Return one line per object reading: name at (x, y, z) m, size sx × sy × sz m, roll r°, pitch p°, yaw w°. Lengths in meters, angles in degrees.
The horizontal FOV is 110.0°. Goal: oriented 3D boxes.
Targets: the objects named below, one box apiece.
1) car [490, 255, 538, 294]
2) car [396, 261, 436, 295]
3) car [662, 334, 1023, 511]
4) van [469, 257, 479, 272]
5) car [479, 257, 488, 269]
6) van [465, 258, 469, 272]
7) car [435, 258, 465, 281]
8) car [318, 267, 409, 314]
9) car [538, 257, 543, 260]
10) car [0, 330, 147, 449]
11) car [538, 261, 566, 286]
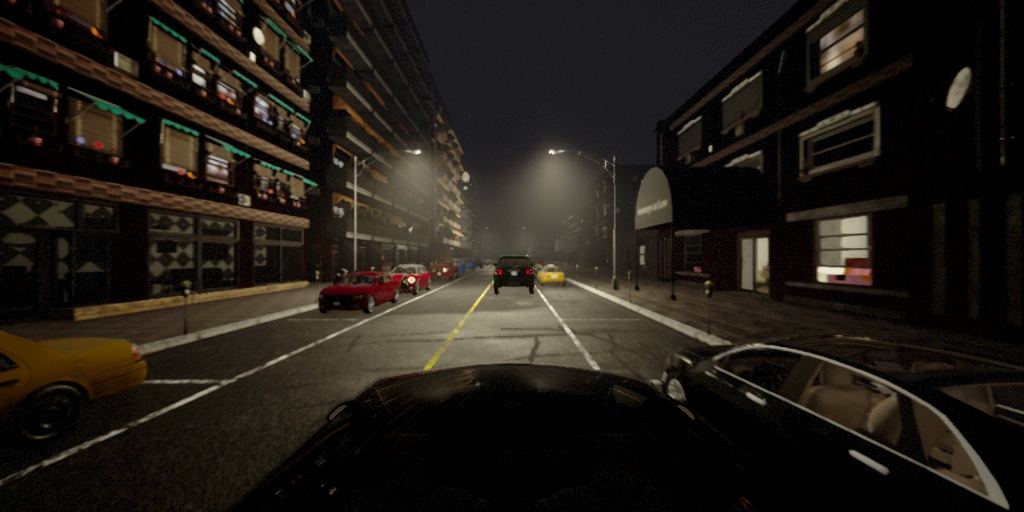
car at (0.108, 0.972, 20.618) m, size 2.150 × 2.045 × 5.566 m, roll 0°, pitch 0°, yaw 0°
car at (-5.683, 1.190, 19.398) m, size 1.967 × 1.591 × 4.097 m, roll 0°, pitch 0°, yaw 0°
car at (2.691, 1.300, 2.777) m, size 2.007 × 1.370 × 4.403 m, roll 0°, pitch 0°, yaw 0°
van at (-5.671, 1.109, 47.094) m, size 1.690 × 1.789 × 3.998 m, roll 0°, pitch 0°, yaw 0°
car at (-5.666, 1.097, 58.172) m, size 2.192 × 1.841 × 5.009 m, roll 0°, pitch 0°, yaw 0°
van at (-5.676, 1.099, 36.017) m, size 1.690 × 1.789 × 3.998 m, roll 0°, pitch 0°, yaw 0°
car at (-5.678, 1.069, 30.477) m, size 2.192 × 1.841 × 5.009 m, roll 0°, pitch 0°, yaw 0°
car at (-5.685, 1.295, 13.859) m, size 1.888 × 1.381 × 4.507 m, roll 0°, pitch 0°, yaw 0°
car at (2.708, 1.077, 41.551) m, size 2.192 × 1.841 × 5.009 m, roll 0°, pitch 0°, yaw 0°
car at (-5.690, 1.276, 2.610) m, size 1.751 × 1.417 × 4.829 m, roll 0°, pitch 0°, yaw 0°
car at (2.700, 1.277, 25.104) m, size 1.751 × 1.417 × 4.829 m, roll 0°, pitch 0°, yaw 0°
